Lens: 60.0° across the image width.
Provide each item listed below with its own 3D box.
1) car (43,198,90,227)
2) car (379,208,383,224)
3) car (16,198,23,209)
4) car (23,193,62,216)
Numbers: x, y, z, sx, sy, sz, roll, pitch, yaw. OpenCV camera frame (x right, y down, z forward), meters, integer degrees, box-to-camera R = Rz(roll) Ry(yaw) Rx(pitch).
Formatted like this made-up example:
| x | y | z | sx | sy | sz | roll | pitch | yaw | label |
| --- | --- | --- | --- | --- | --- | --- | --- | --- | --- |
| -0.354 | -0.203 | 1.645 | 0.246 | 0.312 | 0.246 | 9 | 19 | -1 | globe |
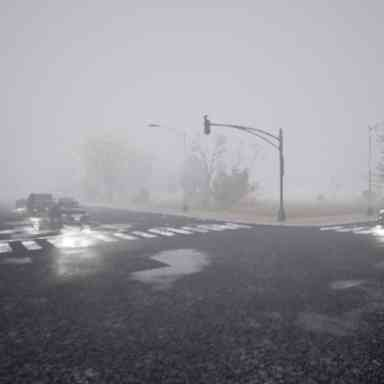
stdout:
| x | y | z | sx | sy | sz | roll | pitch | yaw | label |
| --- | --- | --- | --- | --- | --- | --- | --- | --- | --- |
| -8.418 | 1.407 | 22.643 | 2.128 | 1.511 | 4.902 | -1 | 1 | -33 | car |
| 14.091 | 1.176 | 21.534 | 4.553 | 1.767 | 2.097 | 0 | 0 | -34 | car |
| -21.957 | 1.462 | 43.691 | 1.994 | 1.385 | 4.181 | -1 | 1 | -33 | car |
| -14.430 | 1.132 | 31.959 | 2.150 | 2.045 | 5.566 | -1 | 1 | -33 | car |
